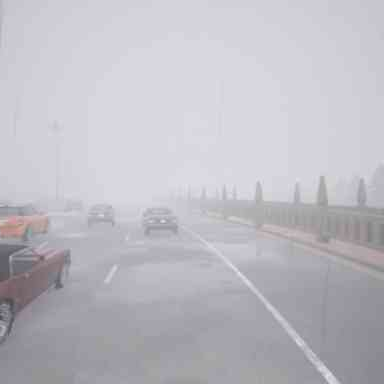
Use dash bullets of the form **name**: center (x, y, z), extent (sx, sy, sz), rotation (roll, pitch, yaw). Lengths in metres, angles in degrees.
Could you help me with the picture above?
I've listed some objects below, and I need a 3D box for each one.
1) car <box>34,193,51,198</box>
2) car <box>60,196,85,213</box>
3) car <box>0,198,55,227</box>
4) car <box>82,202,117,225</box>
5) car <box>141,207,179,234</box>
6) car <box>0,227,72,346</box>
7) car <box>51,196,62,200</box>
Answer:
- **car**: center (-32.681, 1.344, 73.891), extent (2.150, 2.045, 5.566), rotation (0, 0, -13)
- **car**: center (-13.348, 1.543, 38.116), extent (2.128, 1.511, 4.902), rotation (0, 0, -13)
- **car**: center (-8.595, 1.385, 16.443), extent (2.097, 1.767, 4.553), rotation (0, 0, -10)
- **car**: center (-6.501, 1.573, 24.159), extent (2.033, 1.411, 5.357), rotation (0, 0, -13)
- **car**: center (-1.961, 1.556, 19.489), extent (2.033, 1.411, 5.357), rotation (0, 0, -11)
- **car**: center (-3.770, 1.615, 6.178), extent (1.895, 1.301, 4.718), rotation (0, 0, -4)
- **car**: center (-28.769, 1.659, 72.558), extent (1.994, 1.385, 4.181), rotation (0, 0, -13)
